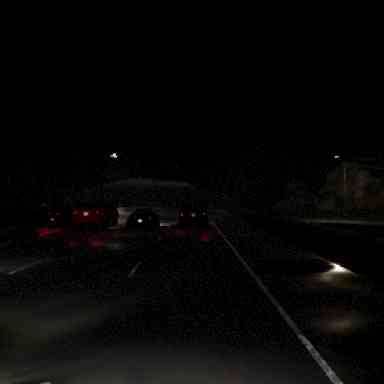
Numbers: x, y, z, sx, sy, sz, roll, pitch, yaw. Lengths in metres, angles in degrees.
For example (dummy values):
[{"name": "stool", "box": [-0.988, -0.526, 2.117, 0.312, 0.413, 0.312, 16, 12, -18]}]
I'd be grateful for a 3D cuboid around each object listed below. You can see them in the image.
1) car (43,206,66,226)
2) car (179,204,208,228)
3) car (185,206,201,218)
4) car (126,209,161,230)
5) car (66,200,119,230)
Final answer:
[{"name": "car", "box": [-10.403, 1.898, 27.262, 2.128, 1.511, 4.902, 0, -1, 0]}, {"name": "car", "box": [0.097, 1.712, 25.436, 2.097, 1.767, 4.553, 0, -1, 0]}, {"name": "car", "box": [0.099, 2.485, 41.912, 1.837, 1.490, 4.892, 0, -3, 0]}, {"name": "car", "box": [-3.404, 1.895, 23.788, 1.994, 1.385, 4.181, 0, -1, 0]}, {"name": "car", "box": [-6.916, 1.569, 24.314, 2.150, 2.045, 5.566, 0, -1, 0]}]
